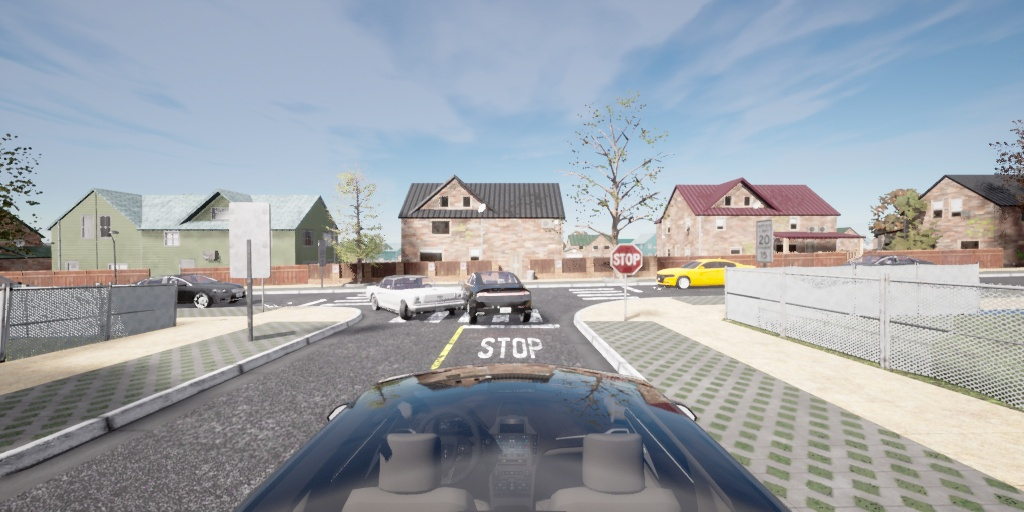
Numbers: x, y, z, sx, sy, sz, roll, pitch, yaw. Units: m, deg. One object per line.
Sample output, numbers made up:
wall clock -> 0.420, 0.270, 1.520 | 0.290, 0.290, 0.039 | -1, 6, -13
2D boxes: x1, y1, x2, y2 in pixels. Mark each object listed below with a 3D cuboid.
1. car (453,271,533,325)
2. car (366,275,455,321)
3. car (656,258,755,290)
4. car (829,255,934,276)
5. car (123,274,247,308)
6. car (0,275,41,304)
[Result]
car -> -0.678, 1.242, 11.983 | 2.128, 1.511, 4.902 | 0, 0, -12
car -> -3.595, 1.367, 12.844 | 1.895, 1.301, 4.718 | 0, 0, -38
car -> 10.391, 0.911, 19.348 | 5.008, 1.535, 1.882 | -1, 1, -1
car -> 19.824, 0.701, 19.416 | 4.902, 1.511, 2.128 | -2, 1, 0
car -> -14.892, 1.566, 16.347 | 4.902, 1.511, 2.128 | -1, 1, 0
car -> -24.230, 1.648, 16.312 | 4.553, 1.767, 2.097 | -1, 1, 0
